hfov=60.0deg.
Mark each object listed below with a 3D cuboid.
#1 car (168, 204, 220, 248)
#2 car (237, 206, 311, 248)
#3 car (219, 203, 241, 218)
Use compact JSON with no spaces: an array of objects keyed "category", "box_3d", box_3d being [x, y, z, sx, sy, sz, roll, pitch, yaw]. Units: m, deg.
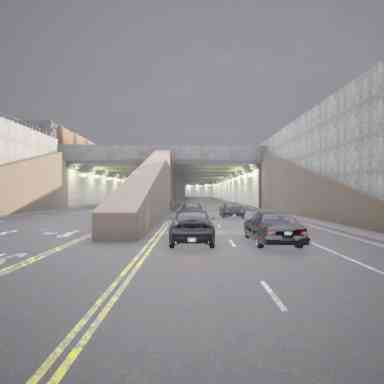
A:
[{"category":"car","box_3d":[0.000,1.514,14.650,1.837,1.490,4.892,0,0,0]},{"category":"car","box_3d":[3.500,1.560,14.650,2.033,1.411,5.357,0,0,0]},{"category":"car","box_3d":[3.500,1.614,29.680,1.895,1.301,4.718,0,0,0]}]
